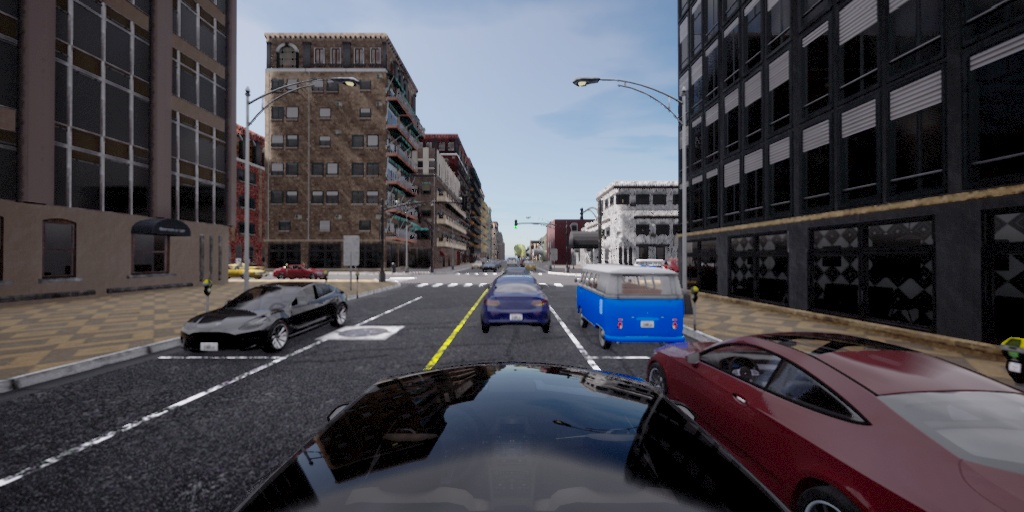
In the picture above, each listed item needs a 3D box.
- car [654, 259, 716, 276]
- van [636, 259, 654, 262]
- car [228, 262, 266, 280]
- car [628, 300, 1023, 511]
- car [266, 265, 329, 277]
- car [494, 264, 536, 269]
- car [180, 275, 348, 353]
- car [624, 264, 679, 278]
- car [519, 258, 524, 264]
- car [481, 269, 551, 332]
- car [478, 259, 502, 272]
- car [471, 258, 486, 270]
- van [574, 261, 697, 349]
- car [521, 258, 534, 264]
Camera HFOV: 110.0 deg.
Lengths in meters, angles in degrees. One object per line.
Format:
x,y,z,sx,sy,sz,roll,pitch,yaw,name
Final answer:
14.917,1.178,29.774,5.009,1.841,2.192,0,0,0,car
14.894,1.266,38.154,3.998,1.789,1.690,0,0,0,van
-22.963,1.287,29.680,4.829,1.417,1.751,0,0,0,car
2.657,1.336,3.200,1.802,1.307,4.207,0,0,0,car
-17.470,1.355,29.694,4.207,1.307,1.802,0,0,0,car
0.293,1.369,21.405,1.994,1.385,4.181,0,0,4,car
-5.691,1.335,8.914,1.948,1.339,4.313,0,0,0,car
13.754,1.503,35.566,4.718,1.301,1.895,0,0,0,car
2.685,1.541,64.753,1.802,1.307,4.207,0,0,0,car
0.101,1.300,10.900,1.812,1.442,4.674,0,0,0,car
-3.066,1.452,50.522,2.033,1.411,5.357,0,0,3,car
-5.696,1.463,59.042,1.751,1.417,4.829,0,0,0,car
2.656,1.110,8.889,1.690,1.789,3.998,0,0,0,van
2.686,1.441,53.844,1.751,1.417,4.829,0,0,0,car
